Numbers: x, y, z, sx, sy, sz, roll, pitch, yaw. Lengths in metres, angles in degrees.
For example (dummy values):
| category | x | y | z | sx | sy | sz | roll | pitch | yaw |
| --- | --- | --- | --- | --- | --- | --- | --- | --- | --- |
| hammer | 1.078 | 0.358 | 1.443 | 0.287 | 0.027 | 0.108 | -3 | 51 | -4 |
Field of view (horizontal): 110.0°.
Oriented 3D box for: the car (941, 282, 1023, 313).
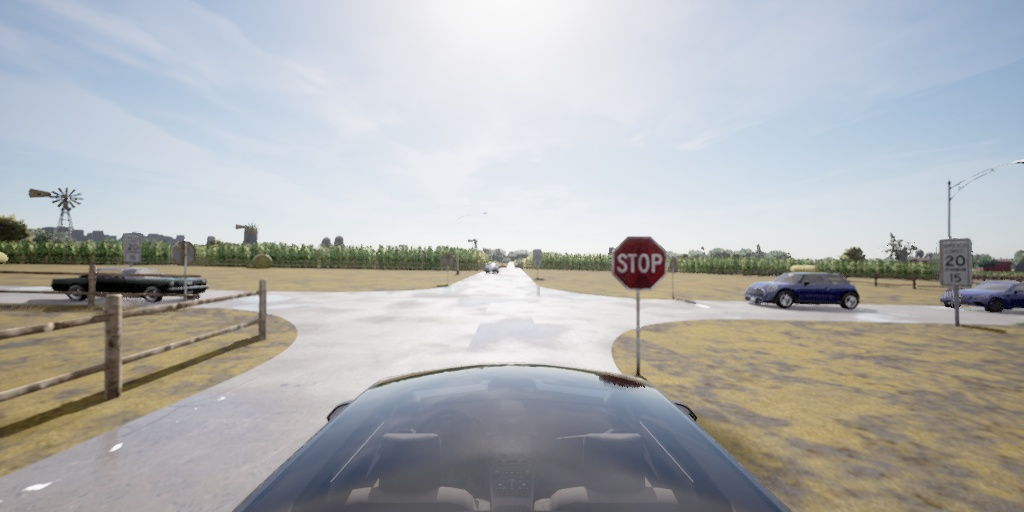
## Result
| category | x | y | z | sx | sy | sz | roll | pitch | yaw |
| --- | --- | --- | --- | --- | --- | --- | --- | --- | --- |
| car | 24.103 | 1.991 | 17.595 | 4.674 | 1.442 | 1.812 | 1 | -1 | 0 |

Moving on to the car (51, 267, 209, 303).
| category | x | y | z | sx | sy | sz | roll | pitch | yaw |
| --- | --- | --- | --- | --- | --- | --- | --- | --- | --- |
| car | -15.299 | 1.131 | 14.597 | 4.718 | 1.301 | 1.895 | 1 | -1 | 0 |

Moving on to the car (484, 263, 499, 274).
| category | x | y | z | sx | sy | sz | roll | pitch | yaw |
| --- | --- | --- | --- | --- | --- | --- | --- | --- | --- |
| car | -2.731 | 1.671 | 49.190 | 2.128 | 1.511 | 4.902 | 0 | -1 | 0 |

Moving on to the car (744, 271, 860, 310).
| category | x | y | z | sx | sy | sz | roll | pitch | yaw |
| --- | --- | --- | --- | --- | --- | --- | --- | --- | --- |
| car | 14.059 | 1.581 | 17.588 | 4.553 | 1.767 | 2.097 | 1 | -1 | 0 |
